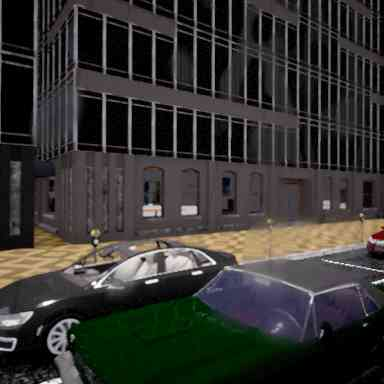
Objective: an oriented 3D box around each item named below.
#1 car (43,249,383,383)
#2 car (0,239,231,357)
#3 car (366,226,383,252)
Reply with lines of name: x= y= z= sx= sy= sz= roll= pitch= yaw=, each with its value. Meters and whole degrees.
car: x=0.947 y=1.620 z=4.054 sx=4.718 sy=1.301 sz=1.895 roll=0 pitch=0 yaw=-35
car: x=-1.041 y=1.566 z=5.818 sx=4.403 sy=1.369 sz=2.008 roll=0 pitch=0 yaw=-36
car: x=8.226 y=1.670 z=12.430 sx=4.206 sy=1.307 sz=1.802 roll=0 pitch=0 yaw=-36
